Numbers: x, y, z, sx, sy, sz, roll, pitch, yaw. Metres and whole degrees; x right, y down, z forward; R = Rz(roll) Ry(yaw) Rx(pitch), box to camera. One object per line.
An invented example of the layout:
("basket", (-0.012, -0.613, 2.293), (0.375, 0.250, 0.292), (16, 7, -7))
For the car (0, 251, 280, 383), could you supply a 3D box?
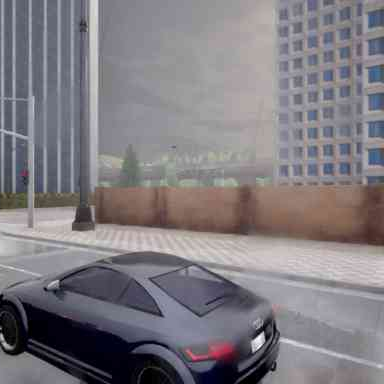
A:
("car", (-0.946, 1.564, 4.677), (4.181, 1.385, 1.994), (0, 0, 35))
